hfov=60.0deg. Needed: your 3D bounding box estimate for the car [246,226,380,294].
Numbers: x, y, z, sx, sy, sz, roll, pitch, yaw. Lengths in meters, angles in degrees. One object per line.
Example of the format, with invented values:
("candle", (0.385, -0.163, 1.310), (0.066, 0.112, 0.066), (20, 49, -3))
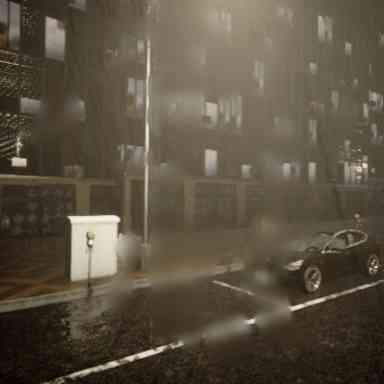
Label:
("car", (3.409, 1.625, 8.986), (4.313, 1.339, 1.947), (1, 0, -36))
